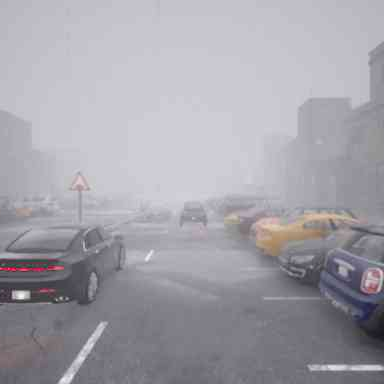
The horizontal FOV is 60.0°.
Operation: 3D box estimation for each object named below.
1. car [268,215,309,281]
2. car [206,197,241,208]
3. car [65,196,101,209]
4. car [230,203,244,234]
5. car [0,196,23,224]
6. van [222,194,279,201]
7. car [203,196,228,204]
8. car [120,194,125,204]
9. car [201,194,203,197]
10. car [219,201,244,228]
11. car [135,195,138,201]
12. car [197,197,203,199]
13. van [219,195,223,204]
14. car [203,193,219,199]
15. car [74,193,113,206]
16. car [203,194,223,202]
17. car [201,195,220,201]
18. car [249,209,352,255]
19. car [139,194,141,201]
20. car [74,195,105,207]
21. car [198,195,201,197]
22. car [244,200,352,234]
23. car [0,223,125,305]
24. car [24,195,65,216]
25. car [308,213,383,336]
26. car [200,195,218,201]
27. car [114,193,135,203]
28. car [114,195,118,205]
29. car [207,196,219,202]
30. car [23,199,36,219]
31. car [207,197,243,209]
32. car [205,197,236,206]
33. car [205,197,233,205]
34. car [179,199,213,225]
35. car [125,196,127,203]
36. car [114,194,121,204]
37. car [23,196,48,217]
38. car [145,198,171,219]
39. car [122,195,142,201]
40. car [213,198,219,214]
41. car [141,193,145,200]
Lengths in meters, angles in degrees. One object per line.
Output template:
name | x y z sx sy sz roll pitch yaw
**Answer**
car | 4.706 1.487 8.402 4.892 1.521 2.231 0 0 0
car | 4.658 1.543 50.093 5.008 1.535 2.097 0 0 0
car | -15.555 1.600 45.567 4.792 1.488 2.163 0 0 0
car | 4.685 1.499 16.739 5.008 1.535 2.097 0 0 0
car | -15.571 1.293 23.504 5.566 2.045 2.435 0 0 0
van | 4.797 1.289 25.078 4.442 1.987 1.878 0 0 0
car | 4.645 1.582 66.760 4.792 1.488 2.163 0 0 0
car | -15.611 1.559 62.114 5.008 1.535 2.097 0 0 0
car | 4.849 1.546 61.202 5.366 1.575 1.946 0 0 0
car | 4.502 1.502 19.518 5.366 1.575 1.946 0 0 0
car | -15.829 1.561 75.897 5.366 1.575 1.946 0 0 0
car | 0.054 1.620 41.493 1.994 1.385 4.181 0 0 0
van | 4.795 1.293 27.857 4.442 1.987 1.878 0 0 0
car | 4.630 1.288 44.535 5.566 2.045 2.435 0 0 0
car | -15.567 1.317 51.083 5.566 2.045 2.435 0 0 0
car | 4.723 1.441 75.133 4.553 1.767 2.185 0 0 0
car | 4.741 1.627 86.339 4.792 1.488 2.163 0 0 0
car | 4.692 1.490 11.179 5.008 1.535 2.097 0 0 0
car | -15.839 1.572 81.412 5.366 1.575 1.946 0 0 0
car | -15.592 1.610 48.325 4.674 1.452 2.002 0 0 0
car | 4.713 1.309 72.320 5.566 2.045 2.435 0 0 0
car | 4.725 1.368 13.960 4.553 1.767 2.185 0 0 0
car | -2.909 1.510 8.085 1.837 1.490 4.892 0 0 0
car | -15.586 1.310 31.779 5.566 2.045 2.435 0 0 0
car | 4.672 1.357 5.624 4.553 1.767 2.185 0 0 0
car | 4.729 1.618 91.772 4.892 1.521 2.231 0 0 0
car | -15.604 1.307 70.385 5.566 2.045 2.435 0 0 0
car | -15.603 1.604 56.468 4.674 1.452 2.002 0 0 0
car | 4.633 1.566 41.754 4.792 1.488 2.163 0 0 0
car | -15.542 1.550 26.386 5.008 1.535 2.097 0 0 0
car | 4.649 1.542 47.314 4.892 1.521 2.231 0 0 0
car | 4.658 1.546 55.769 5.008 1.535 2.097 0 0 0
car | 4.687 1.577 58.424 4.792 1.488 2.163 0 0 0
car | 0.113 1.513 24.076 2.128 1.511 4.902 2 0 0
car | -15.625 1.597 64.871 4.674 1.452 2.002 0 0 0
car | -15.609 1.601 59.357 4.674 1.452 2.002 0 0 0
car | -15.584 1.430 29.144 4.553 1.767 2.185 0 0 0
car | -2.942 1.564 29.651 1.812 1.442 4.674 0 0 0
car | -15.625 1.622 86.933 4.792 1.488 2.163 0 0 0
car | 4.668 1.524 30.636 4.892 1.521 2.231 0 0 0
car | -15.469 1.580 84.175 5.366 1.575 1.946 0 0 0
